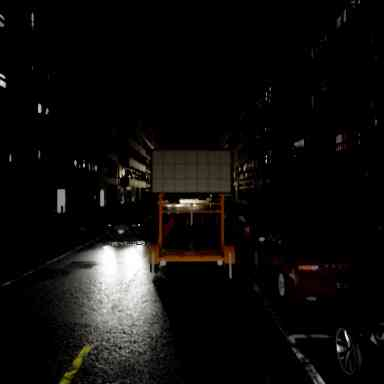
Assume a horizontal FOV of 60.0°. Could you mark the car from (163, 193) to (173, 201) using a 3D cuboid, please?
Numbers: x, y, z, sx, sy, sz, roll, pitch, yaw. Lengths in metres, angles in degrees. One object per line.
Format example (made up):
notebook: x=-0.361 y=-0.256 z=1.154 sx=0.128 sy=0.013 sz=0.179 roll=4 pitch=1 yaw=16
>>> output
car: x=-5.776 y=1.225 z=81.419 sx=2.192 sy=1.841 sz=5.009 roll=0 pitch=0 yaw=0

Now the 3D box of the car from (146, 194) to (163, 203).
car: x=-5.740 y=1.393 z=47.600 sx=1.967 sy=1.590 sz=4.097 roll=0 pitch=0 yaw=0

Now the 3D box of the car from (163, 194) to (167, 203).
car: x=-5.745 y=1.261 z=53.237 sx=2.192 sy=1.841 sz=5.009 roll=0 pitch=0 yaw=0

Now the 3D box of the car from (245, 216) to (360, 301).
car: x=2.684 y=1.538 z=8.151 sx=1.887 sy=1.381 sz=4.507 roll=0 pitch=0 yaw=0

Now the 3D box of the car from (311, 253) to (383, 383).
car: x=2.690 y=1.564 z=2.514 sx=1.947 sy=1.339 sz=4.313 roll=0 pitch=0 yaw=0

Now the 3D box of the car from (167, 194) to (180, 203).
car: x=-3.141 y=1.466 z=57.756 sx=1.812 sy=1.442 sz=4.674 roll=0 pitch=0 yaw=0

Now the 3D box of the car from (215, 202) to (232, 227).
car: x=2.672 y=1.534 z=19.423 sx=2.008 sy=1.369 sz=4.403 roll=0 pitch=0 yaw=0

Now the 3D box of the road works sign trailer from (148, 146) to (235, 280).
road works sign trailer: x=-0.009 y=0.456 z=9.916 sx=2.380 sy=3.560 sz=2.880 roll=0 pitch=0 yaw=0

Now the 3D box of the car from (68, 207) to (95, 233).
car: x=-5.709 y=1.549 z=19.417 sx=1.947 sy=1.339 sz=4.313 roll=0 pitch=0 yaw=0

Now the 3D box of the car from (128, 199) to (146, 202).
car: x=-5.721 y=1.498 z=30.520 sx=1.752 sy=1.417 sz=4.829 roll=0 pitch=0 yaw=0

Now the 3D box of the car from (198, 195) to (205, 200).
car: x=2.591 y=1.440 z=92.696 sx=1.887 sy=1.381 sz=4.507 roll=0 pitch=0 yaw=0

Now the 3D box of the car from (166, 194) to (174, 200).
car: x=-5.783 y=1.343 z=87.054 sx=1.967 sy=1.590 sz=4.097 roll=0 pitch=0 yaw=0

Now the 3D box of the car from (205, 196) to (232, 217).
car: x=2.661 y=1.287 z=30.696 sx=2.192 sy=1.841 sz=5.009 roll=0 pitch=0 yaw=0

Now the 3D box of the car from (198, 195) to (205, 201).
car: x=2.603 y=1.435 z=81.594 sx=1.752 sy=1.417 sz=4.829 roll=0 pitch=0 yaw=0

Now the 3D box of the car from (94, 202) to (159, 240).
car: x=-3.118 y=1.477 z=17.052 sx=2.128 sy=1.511 sz=4.902 roll=0 pitch=0 yaw=0

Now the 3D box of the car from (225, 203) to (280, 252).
car: x=2.678 y=1.429 z=13.787 sx=1.967 sy=1.590 sz=4.097 roll=0 pitch=0 yaw=0

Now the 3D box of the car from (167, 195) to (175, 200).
car: x=-5.789 y=1.440 z=92.692 sx=1.887 sy=1.381 sz=4.507 roll=0 pitch=0 yaw=0

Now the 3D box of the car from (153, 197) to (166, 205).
car: x=-5.753 y=1.521 z=58.874 sx=1.802 sy=1.307 sz=4.206 roll=0 pitch=0 yaw=0
